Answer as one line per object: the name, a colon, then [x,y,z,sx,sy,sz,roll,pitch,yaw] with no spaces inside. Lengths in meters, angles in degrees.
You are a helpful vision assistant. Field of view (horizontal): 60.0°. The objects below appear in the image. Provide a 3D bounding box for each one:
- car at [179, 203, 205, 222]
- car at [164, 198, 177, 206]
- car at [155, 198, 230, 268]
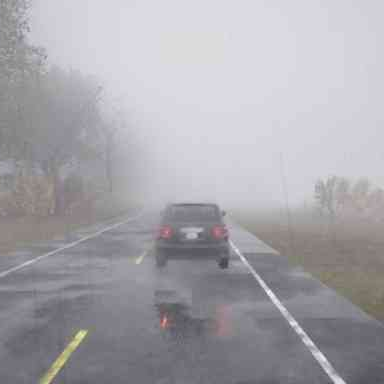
car: [0.032,1.636,27.754,1.994,1.385,4.181,0,0,0]
car: [-3.593,1.735,57.015,1.895,1.301,4.718,0,0,0]
car: [0.030,1.254,11.556,2.150,2.045,5.566,0,0,1]
